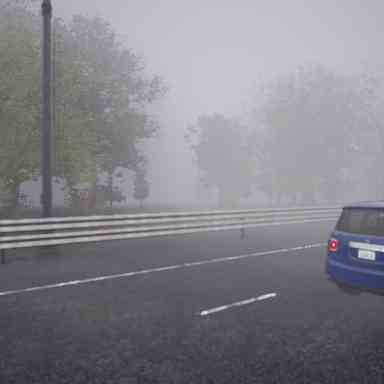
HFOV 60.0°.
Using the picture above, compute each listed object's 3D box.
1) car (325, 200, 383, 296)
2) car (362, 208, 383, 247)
[{"bbox_3d":[5.306,1.206,7.441,5.566,2.045,2.150,0,0,-35],"label":"car"},{"bbox_3d":[9.760,1.478,14.739,4.892,1.490,1.837,0,0,-34],"label":"car"}]
